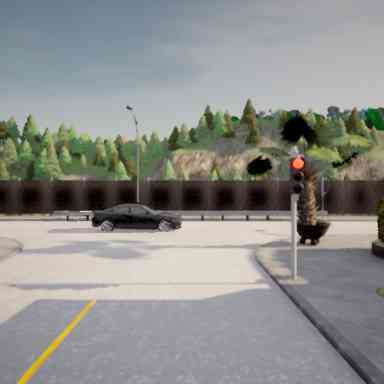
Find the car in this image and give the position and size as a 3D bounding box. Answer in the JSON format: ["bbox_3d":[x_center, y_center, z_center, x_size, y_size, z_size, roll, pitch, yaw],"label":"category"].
[{"bbox_3d":[-3.087,1.433,18.720,5.008,1.535,1.882,1,0,0],"label":"car"}]
